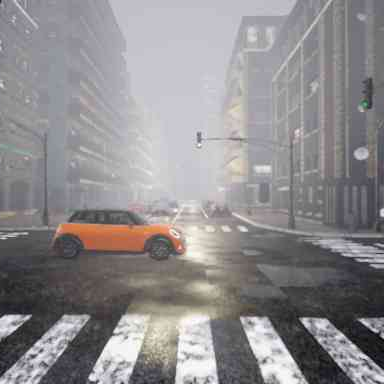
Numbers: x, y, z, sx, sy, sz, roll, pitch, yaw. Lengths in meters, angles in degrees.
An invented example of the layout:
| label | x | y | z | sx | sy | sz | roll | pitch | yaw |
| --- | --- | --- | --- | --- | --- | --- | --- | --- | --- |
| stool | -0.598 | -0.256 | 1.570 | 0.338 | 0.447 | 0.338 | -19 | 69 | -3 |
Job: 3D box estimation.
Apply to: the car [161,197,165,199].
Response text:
| label | x | y | z | sx | sy | sz | roll | pitch | yaw |
| --- | --- | --- | --- | --- | --- | --- | --- | --- | --- |
| car | -5.706 | 1.938 | 55.851 | 1.947 | 1.339 | 4.313 | 0 | 0 | 0 |

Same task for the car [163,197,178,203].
| label | x | y | z | sx | sy | sz | roll | pitch | yaw |
| --- | --- | --- | --- | --- | --- | --- | --- | --- | --- |
| car | -3.071 | 1.912 | 52.342 | 1.994 | 1.385 | 4.181 | 0 | 0 | 1 |

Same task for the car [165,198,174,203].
| label | x | y | z | sx | sy | sz | roll | pitch | yaw |
| --- | --- | --- | --- | --- | --- | --- | --- | --- | --- |
| car | -5.717 | 2.128 | 84.173 | 2.008 | 1.369 | 4.403 | 0 | 0 | 0 |

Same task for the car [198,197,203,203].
| label | x | y | z | sx | sy | sz | roll | pitch | yaw |
| --- | --- | --- | --- | --- | --- | --- | --- | --- | --- |
| car | 2.672 | 1.958 | 61.519 | 1.887 | 1.381 | 4.507 | 0 | 0 | 0 |

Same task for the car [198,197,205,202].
| label | x | y | z | sx | sy | sz | roll | pitch | yaw |
| --- | --- | --- | --- | --- | --- | --- | --- | --- | --- |
| car | 2.658 | 2.210 | 95.506 | 1.887 | 1.381 | 4.507 | 0 | 0 | 0 |

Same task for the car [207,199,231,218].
| label | x | y | z | sx | sy | sz | roll | pitch | yaw |
| --- | --- | --- | --- | --- | --- | --- | --- | --- | --- |
| car | 2.795 | 1.657 | 33.201 | 1.967 | 1.590 | 4.097 | 0 | 0 | 0 |

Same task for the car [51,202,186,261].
| label | x | y | z | sx | sy | sz | roll | pitch | yaw |
| --- | --- | --- | --- | --- | --- | --- | --- | --- | --- |
| car | -2.474 | 1.376 | 11.982 | 4.553 | 1.767 | 2.097 | 1 | -1 | -1 |

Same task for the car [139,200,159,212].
| label | x | y | z | sx | sy | sz | roll | pitch | yaw |
| --- | --- | --- | --- | --- | --- | --- | --- | --- | --- |
| car | -5.702 | 1.844 | 44.522 | 2.008 | 1.369 | 4.403 | 0 | 0 | 0 |

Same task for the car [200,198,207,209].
| label | x | y | z | sx | sy | sz | roll | pitch | yaw |
| --- | --- | --- | --- | --- | --- | --- | --- | --- | --- |
| car | 2.677 | 1.900 | 50.191 | 1.947 | 1.339 | 4.313 | 0 | 0 | 0 |

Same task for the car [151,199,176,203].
| label | x | y | z | sx | sy | sz | roll | pitch | yaw |
| --- | --- | --- | --- | --- | --- | --- | --- | --- | --- |
| car | -3.103 | 1.776 | 35.078 | 2.033 | 1.411 | 5.357 | 0 | 0 | 0 |
